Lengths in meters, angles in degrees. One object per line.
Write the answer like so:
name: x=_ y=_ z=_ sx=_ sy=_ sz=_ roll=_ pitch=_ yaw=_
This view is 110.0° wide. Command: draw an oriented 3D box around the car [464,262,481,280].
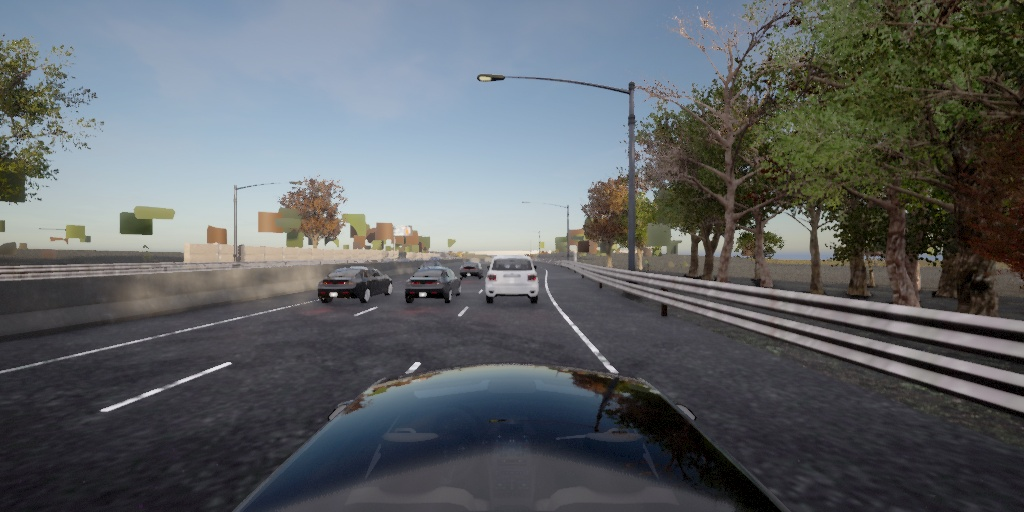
car: x=-3.500 y=1.276 z=31.501 sx=1.837 sy=1.490 sz=4.892 roll=0 pitch=0 yaw=0

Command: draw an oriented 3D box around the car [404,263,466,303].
car: x=-3.500 y=1.266 z=16.501 sx=1.837 sy=1.490 sz=4.892 roll=0 pitch=0 yaw=0

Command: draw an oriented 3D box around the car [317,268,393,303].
car: x=-7.000 y=1.266 z=16.501 sx=1.837 sy=1.490 sz=4.892 roll=0 pitch=0 yaw=0

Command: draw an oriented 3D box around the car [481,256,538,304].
car: x=0.000 y=1.007 z=16.531 sx=2.150 sy=2.045 sz=5.566 roll=0 pitch=0 yaw=0

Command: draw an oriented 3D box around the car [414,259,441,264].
car: x=-7.000 y=1.254 z=31.501 sx=2.128 sy=1.511 sz=4.902 roll=0 pitch=0 yaw=0
